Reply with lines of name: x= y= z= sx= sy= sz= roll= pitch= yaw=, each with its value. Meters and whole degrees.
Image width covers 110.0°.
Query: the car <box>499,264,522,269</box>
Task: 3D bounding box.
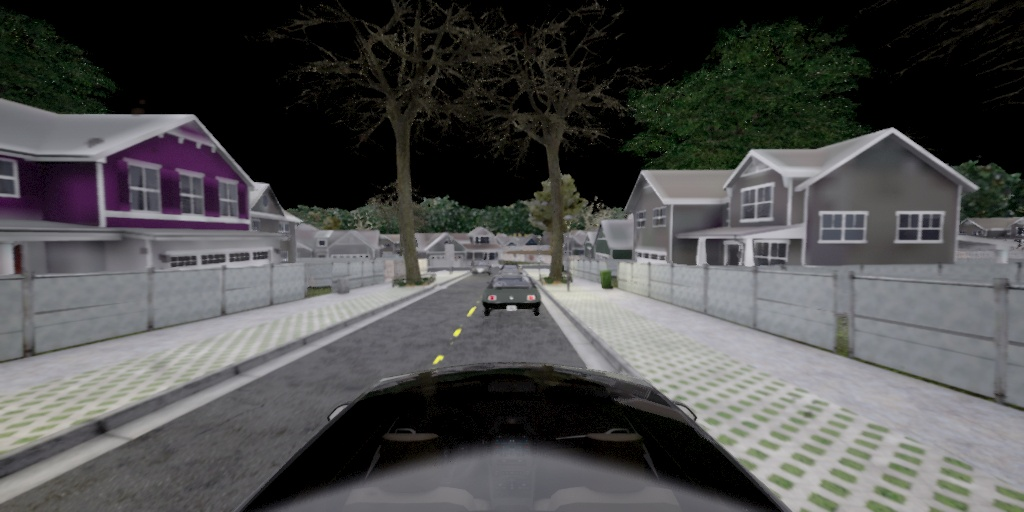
car: x=-0.110 y=1.311 z=29.135 sx=1.994 sy=1.385 sz=4.181 roll=0 pitch=0 yaw=0

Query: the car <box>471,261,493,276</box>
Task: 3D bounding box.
car: x=-3.046 y=1.255 z=37.080 sx=2.128 sy=1.511 sz=4.902 roll=0 pitch=0 yaw=0

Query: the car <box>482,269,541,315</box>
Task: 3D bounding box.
car: x=-0.005 y=1.332 z=13.394 sx=1.895 sy=1.301 sz=4.718 roll=0 pitch=0 yaw=0
